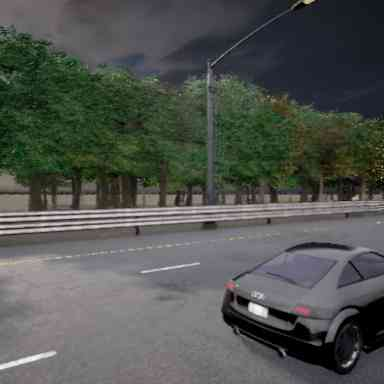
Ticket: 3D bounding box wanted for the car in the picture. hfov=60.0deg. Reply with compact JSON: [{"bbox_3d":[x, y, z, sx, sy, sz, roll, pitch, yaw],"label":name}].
[{"bbox_3d":[2.529,1.566,5.673,4.181,1.385,1.994,0,0,-35],"label":"car"}]
